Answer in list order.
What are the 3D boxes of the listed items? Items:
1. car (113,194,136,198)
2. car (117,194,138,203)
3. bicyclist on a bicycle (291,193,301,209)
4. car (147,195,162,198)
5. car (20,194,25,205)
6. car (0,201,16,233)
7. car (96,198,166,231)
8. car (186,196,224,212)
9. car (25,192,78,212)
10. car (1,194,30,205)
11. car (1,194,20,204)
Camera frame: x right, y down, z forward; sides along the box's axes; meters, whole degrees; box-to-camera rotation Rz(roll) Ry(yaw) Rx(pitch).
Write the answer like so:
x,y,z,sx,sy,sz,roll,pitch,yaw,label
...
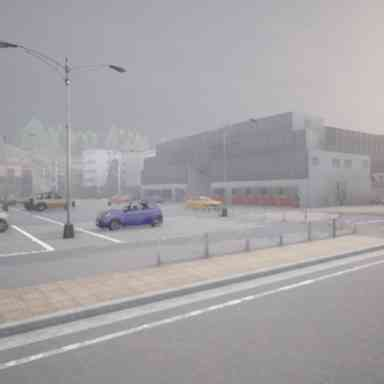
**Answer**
x,y,z,sx,sy,sz,roll,pitch,yaw,label
-11.226,1.093,53.717,2.097,1.767,4.553,-1,1,-35,car
-11.845,1.207,60.720,1.837,1.490,4.892,-1,0,-35,car
10.971,0.958,34.946,1.656,1.620,0.582,-1,1,-35,bicyclist on a bicycle
-6.107,1.249,52.625,2.033,1.411,5.357,-1,0,-35,car
-16.065,0.995,35.970,3.866,1.878,1.905,-1,0,-35,car
-11.282,1.382,16.716,3.806,1.475,1.970,-1,0,-35,car
-3.496,1.287,18.538,3.633,1.501,1.845,-1,0,-35,car
1.335,1.220,35.660,1.882,1.535,5.008,-1,1,-35,car
-14.059,1.010,33.828,4.605,1.855,1.932,-1,0,-35,car
-27.362,1.154,51.512,3.806,1.475,1.970,-1,0,-35,car
-23.413,1.072,46.444,5.027,1.636,2.152,-1,0,-35,car
